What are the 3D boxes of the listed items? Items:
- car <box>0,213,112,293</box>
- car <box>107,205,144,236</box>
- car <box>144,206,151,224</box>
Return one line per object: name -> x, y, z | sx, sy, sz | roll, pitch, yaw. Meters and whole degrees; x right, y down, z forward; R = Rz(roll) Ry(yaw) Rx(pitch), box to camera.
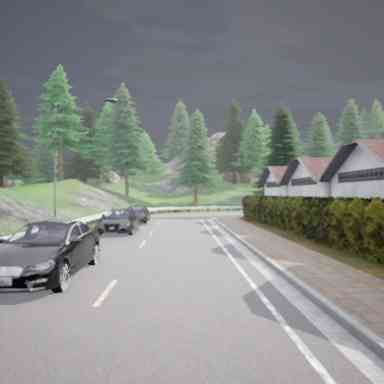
car -> -3.873, 1.557, 9.120 | 2.128, 1.511, 4.902 | 0, 0, -2
car -> -4.152, 1.696, 19.083 | 1.994, 1.385, 4.181 | 0, 0, -1
car -> -4.338, 1.743, 26.001 | 1.994, 1.385, 4.181 | 0, 0, -2
